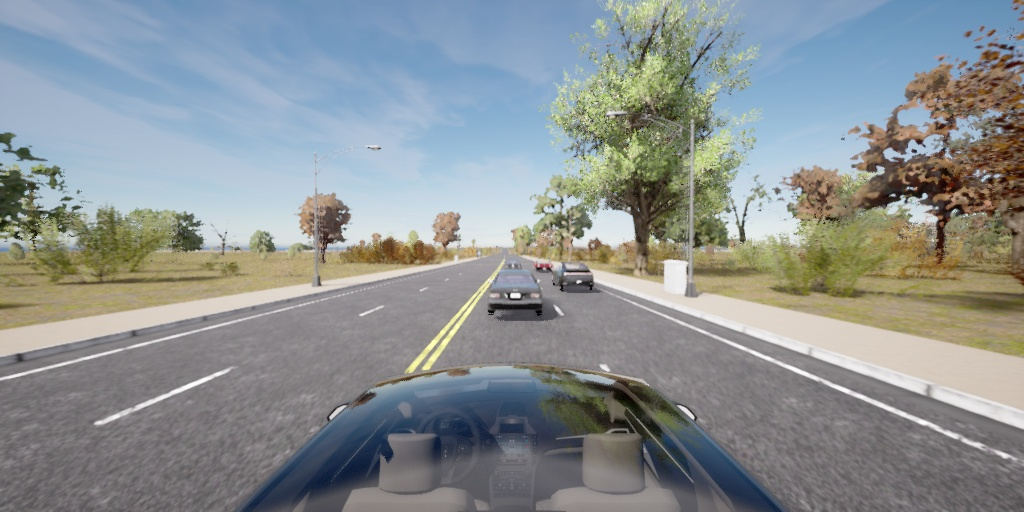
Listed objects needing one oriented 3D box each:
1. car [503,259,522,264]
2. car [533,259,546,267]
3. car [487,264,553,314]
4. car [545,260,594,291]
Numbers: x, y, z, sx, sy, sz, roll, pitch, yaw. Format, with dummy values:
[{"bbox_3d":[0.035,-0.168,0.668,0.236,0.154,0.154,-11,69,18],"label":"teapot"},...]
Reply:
[{"bbox_3d":[0.080,0.988,36.588,2.033,1.411,5.357,0,1,0],"label":"car"},{"bbox_3d":[3.322,1.017,39.101,1.895,1.301,4.718,0,1,0],"label":"car"},{"bbox_3d":[0.099,1.199,13.137,2.033,1.411,5.357,0,0,0],"label":"car"},{"bbox_3d":[3.351,1.079,20.407,2.128,1.511,4.902,0,1,0],"label":"car"}]
